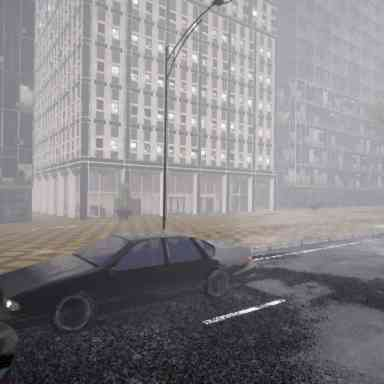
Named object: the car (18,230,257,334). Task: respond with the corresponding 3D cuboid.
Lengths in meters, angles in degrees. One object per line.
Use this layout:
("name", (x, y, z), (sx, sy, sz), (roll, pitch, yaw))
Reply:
("car", (-1.039, 1.548, 6.933), (5.357, 1.411, 2.033), (0, 0, -35))

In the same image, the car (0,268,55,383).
("car", (-3.350, 1.504, 1.301), (4.892, 1.490, 1.837), (0, 0, -35))
